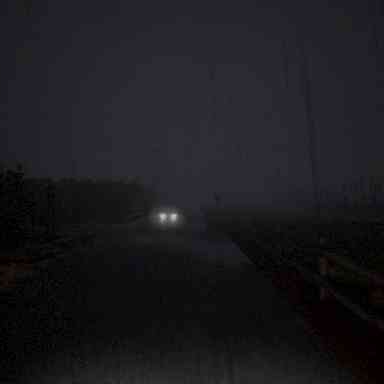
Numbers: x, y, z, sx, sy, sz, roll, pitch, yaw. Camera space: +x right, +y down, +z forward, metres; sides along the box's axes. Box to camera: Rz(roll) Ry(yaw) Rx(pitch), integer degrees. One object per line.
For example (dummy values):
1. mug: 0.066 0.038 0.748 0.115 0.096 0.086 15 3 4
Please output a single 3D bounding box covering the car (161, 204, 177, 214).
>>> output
1. car: -3.104 2.226 44.978 1.895 1.301 4.718 0 -1 0
